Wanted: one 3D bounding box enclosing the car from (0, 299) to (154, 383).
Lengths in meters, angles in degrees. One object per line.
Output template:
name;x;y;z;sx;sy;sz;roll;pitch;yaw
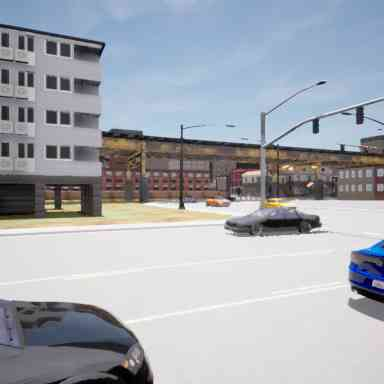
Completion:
car;-2.432;1.564;2.747;4.181;1.385;1.994;0;0;-32

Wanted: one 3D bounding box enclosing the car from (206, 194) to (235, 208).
car;3.925;1.353;49.359;2.097;1.767;4.553;0;0;-25

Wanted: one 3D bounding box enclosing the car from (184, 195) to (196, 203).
car;-0.374;1.351;66.527;2.097;1.767;4.553;0;0;6

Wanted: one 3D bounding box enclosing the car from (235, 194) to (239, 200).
car;8.275;1.540;78.703;2.033;1.411;5.357;0;0;40

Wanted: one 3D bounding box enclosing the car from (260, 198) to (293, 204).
car;9.663;1.478;37.250;1.882;1.535;5.008;0;0;-26

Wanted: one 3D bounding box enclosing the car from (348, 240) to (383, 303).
car;5.547;1.478;6.898;5.008;1.535;1.882;0;0;-25

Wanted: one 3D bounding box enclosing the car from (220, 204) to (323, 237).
car;4.440;1.547;17.935;5.357;1.411;2.033;0;0;-21
